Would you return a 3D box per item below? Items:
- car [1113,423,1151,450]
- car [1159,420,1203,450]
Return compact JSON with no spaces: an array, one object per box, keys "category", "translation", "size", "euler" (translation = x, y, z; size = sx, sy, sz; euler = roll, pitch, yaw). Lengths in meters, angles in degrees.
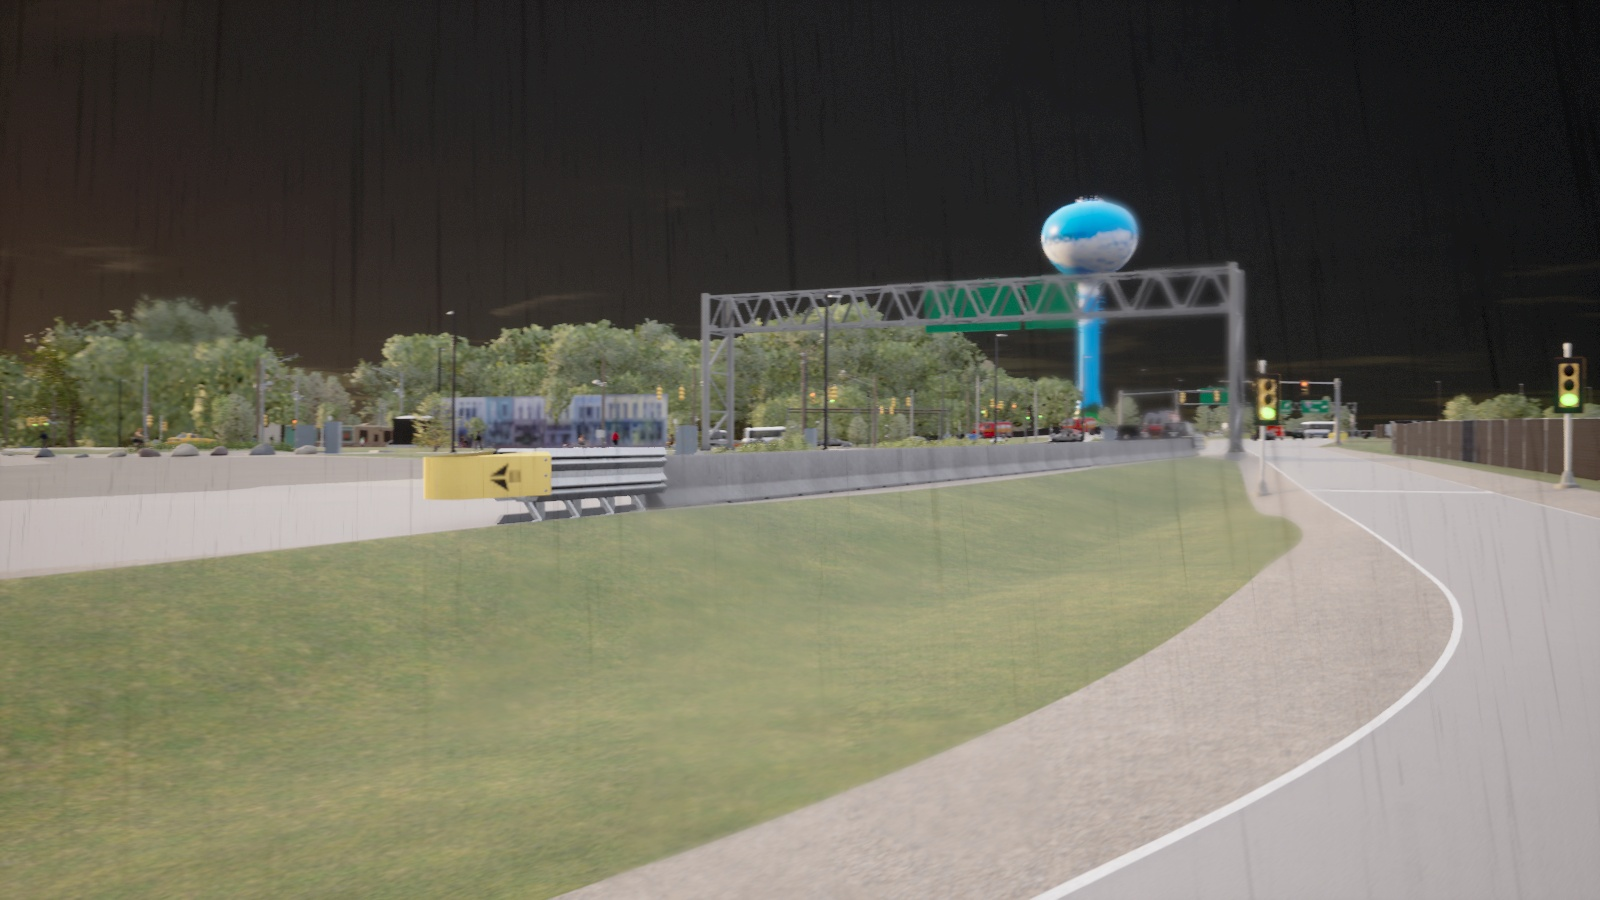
[{"category":"car","translation":[23.832,-0.987,90.032],"size":[1.905,1.878,3.866],"euler":[0,1,25]},{"category":"car","translation":[26.701,-1.057,87.912],"size":[2.150,2.045,5.566],"euler":[0,1,25]}]
